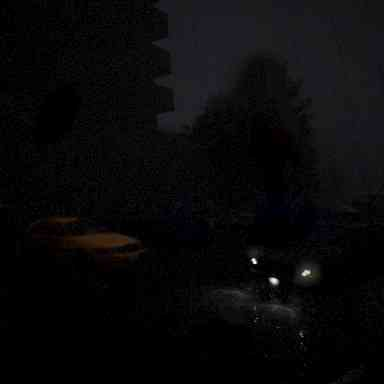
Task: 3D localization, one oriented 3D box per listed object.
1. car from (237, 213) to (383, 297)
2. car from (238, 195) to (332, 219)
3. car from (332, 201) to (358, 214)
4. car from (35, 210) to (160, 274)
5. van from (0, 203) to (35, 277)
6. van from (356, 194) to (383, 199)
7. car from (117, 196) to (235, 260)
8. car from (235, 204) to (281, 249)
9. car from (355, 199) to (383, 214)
[{"bbox_3d":[3.908,1.487,8.621,5.357,1.411,2.033,-1,0,-35],"label":"car"},{"bbox_3d":[3.373,1.162,15.964,5.566,2.045,2.435,-1,0,35],"label":"car"},{"bbox_3d":[5.854,1.421,17.680,4.792,1.488,2.163,-1,0,35],"label":"car"},{"bbox_3d":[-3.806,1.473,10.640,5.366,1.575,1.946,-1,-1,35],"label":"car"},{"bbox_3d":[-6.499,1.278,9.069,4.442,1.987,1.878,-1,0,35],"label":"van"},{"bbox_3d":[13.218,1.101,22.829,4.442,1.987,1.878,-1,0,36],"label":"van"},{"bbox_3d":[-1.549,1.206,12.500,5.566,2.045,2.435,-1,0,35],"label":"car"},{"bbox_3d":[0.932,1.436,14.217,4.892,1.521,2.231,-1,0,35],"label":"car"},{"bbox_3d":[8.351,1.370,19.381,4.892,1.521,2.231,-1,-1,36],"label":"car"}]
